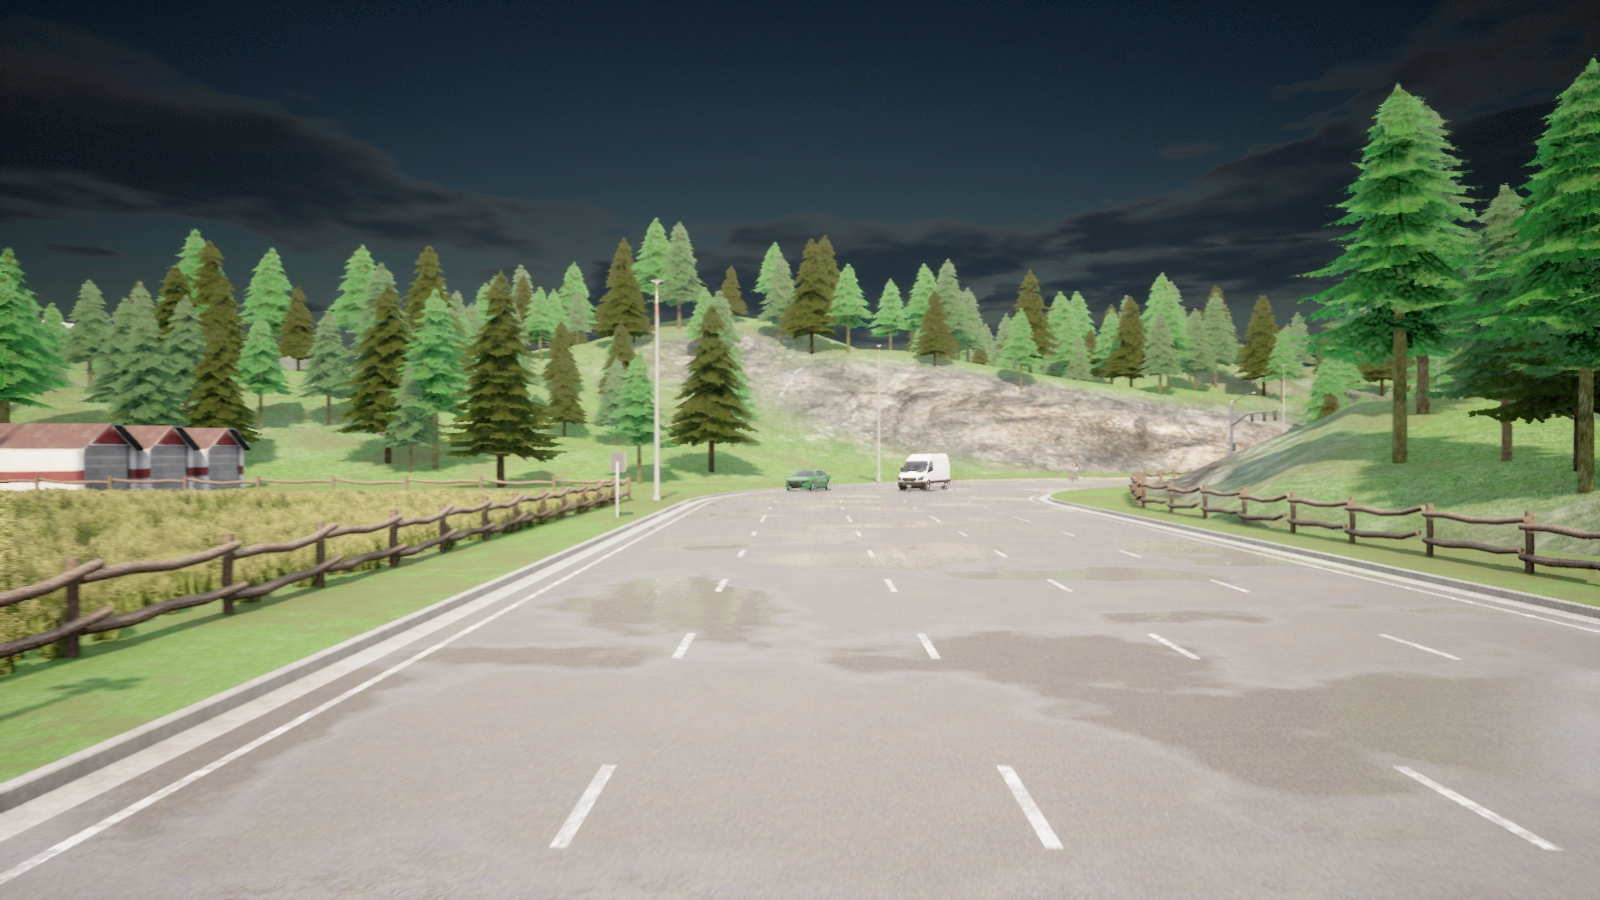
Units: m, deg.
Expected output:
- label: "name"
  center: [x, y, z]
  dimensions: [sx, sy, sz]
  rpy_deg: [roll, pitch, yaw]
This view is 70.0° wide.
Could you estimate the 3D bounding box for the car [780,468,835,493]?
- label: "car"
  center: [0.574, 2.037, 77.276]
  dimensions: [2.097, 1.535, 5.006]
  rpy_deg: [0, 0, 21]
